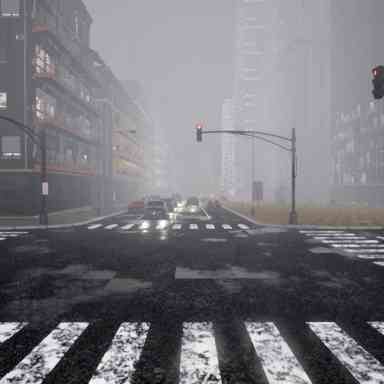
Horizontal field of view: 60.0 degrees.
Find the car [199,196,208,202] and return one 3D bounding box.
[{"bbox_3d":[2.627,1.548,75.014,1.887,1.381,4.507,-1,0,0],"label":"car"}]

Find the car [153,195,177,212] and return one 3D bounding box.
[{"bbox_3d":[-3.105,1.473,38.928,1.882,1.535,5.008,0,0,0],"label":"car"}]

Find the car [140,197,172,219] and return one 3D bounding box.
[{"bbox_3d":[-3.106,1.501,29.382,1.837,1.490,4.892,0,0,0],"label":"car"}]

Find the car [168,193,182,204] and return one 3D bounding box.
[{"bbox_3d":[-3.023,1.223,63.271,2.150,2.045,5.566,0,0,0],"label":"car"}]

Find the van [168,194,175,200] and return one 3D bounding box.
[{"bbox_3d":[-5.727,1.351,91.900,1.690,1.788,3.998,-1,0,0],"label":"van"}]

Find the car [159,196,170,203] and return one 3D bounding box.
[{"bbox_3d":[-5.718,1.584,69.305,1.802,1.307,4.206,-1,0,0],"label":"car"}]

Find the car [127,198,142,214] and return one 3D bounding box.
[{"bbox_3d":[-5.709,1.541,35.411,1.887,1.381,4.507,-1,0,0],"label":"car"}]

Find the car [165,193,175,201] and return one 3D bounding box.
[{"bbox_3d":[-5.727,1.322,86.252,2.192,1.841,5.009,-1,0,0],"label":"car"}]

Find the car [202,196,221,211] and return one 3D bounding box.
[{"bbox_3d":[2.636,1.541,41.120,1.887,1.381,4.507,-1,0,0],"label":"car"}]

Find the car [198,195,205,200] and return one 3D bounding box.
[{"bbox_3d":[2.622,1.535,92.131,1.752,1.417,4.829,-1,0,0],"label":"car"}]

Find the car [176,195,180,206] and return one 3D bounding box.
[{"bbox_3d":[-3.102,1.523,48.811,1.812,1.442,4.674,0,0,0],"label":"car"}]

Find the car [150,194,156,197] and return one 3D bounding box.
[{"bbox_3d":[-5.713,1.436,41.060,1.967,1.590,4.097,-1,0,0],"label":"car"}]

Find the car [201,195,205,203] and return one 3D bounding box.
[{"bbox_3d":[2.630,1.551,63.715,2.008,1.369,4.403,-1,0,0],"label":"car"}]

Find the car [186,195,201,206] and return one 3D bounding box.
[{"bbox_3d":[0.087,1.475,53.142,1.882,1.535,5.008,0,0,0],"label":"car"}]
